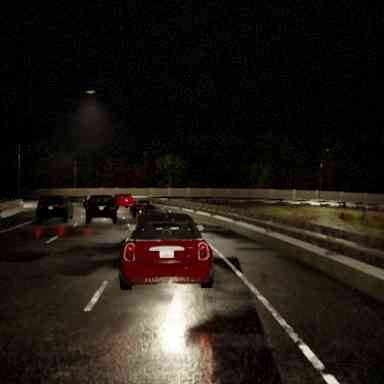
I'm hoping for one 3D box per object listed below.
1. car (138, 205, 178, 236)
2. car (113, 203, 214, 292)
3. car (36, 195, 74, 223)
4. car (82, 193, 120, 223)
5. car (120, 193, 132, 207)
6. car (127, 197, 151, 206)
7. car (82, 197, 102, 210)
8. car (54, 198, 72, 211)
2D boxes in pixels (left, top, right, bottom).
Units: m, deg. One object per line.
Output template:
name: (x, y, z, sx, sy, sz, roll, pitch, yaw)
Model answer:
car: (-2.114, 1.553, 19.312, 1.994, 1.385, 4.181, 0, 0, -10)
car: (-0.704, 1.346, 9.184, 2.097, 1.767, 4.553, 0, 0, -5)
car: (-10.633, 1.213, 26.043, 2.150, 2.045, 5.566, 0, 0, -14)
car: (-6.848, 1.213, 25.381, 2.150, 2.045, 5.566, 0, 1, -14)
car: (-9.094, 1.194, 43.055, 2.150, 2.045, 5.566, 0, -1, -24)
car: (-4.528, 1.487, 29.966, 1.837, 1.490, 4.892, 0, 0, -16)
car: (-13.177, 1.458, 43.551, 1.882, 1.535, 5.008, 0, 0, -24)
car: (-16.414, 1.486, 42.254, 1.837, 1.490, 4.892, 0, 0, -24)
